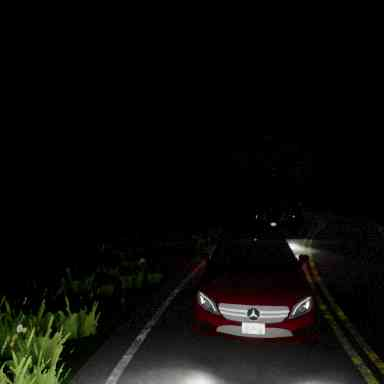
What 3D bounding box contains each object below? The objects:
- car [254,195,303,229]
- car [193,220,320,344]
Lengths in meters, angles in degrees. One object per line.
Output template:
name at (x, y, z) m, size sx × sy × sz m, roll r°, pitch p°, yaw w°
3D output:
car at (4.999, 1.214, 18.833) m, size 2.150 × 2.045 × 5.566 m, roll -2°, pitch -1°, yaw 22°
car at (1.229, 1.534, 6.661) m, size 1.812 × 1.442 × 4.674 m, roll -1°, pitch 0°, yaw 11°
